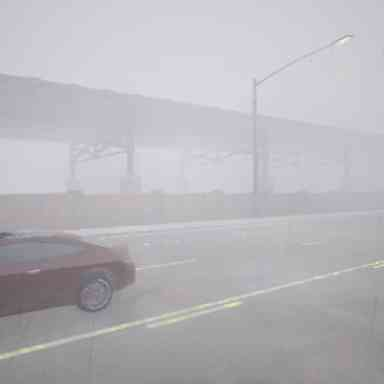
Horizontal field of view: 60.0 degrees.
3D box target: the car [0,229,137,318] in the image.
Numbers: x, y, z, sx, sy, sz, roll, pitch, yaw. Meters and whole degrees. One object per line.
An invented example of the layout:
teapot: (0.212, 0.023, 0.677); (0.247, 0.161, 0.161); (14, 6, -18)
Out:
car: (-3.284, 1.443, 5.933); (4.674, 1.442, 1.812); (0, 1, -36)
